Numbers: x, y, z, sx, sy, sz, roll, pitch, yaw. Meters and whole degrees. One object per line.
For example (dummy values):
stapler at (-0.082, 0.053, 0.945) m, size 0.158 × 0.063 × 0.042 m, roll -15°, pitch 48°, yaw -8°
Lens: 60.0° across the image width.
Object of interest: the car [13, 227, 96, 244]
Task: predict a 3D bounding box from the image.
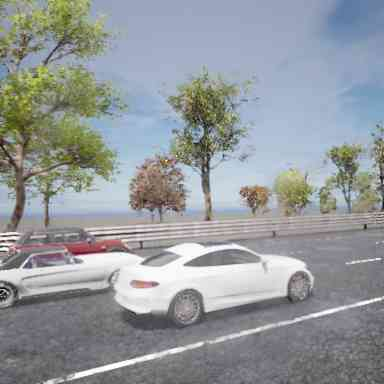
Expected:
car at (-4.571, 2.128, 12.703) m, size 4.553 × 1.767 × 2.097 m, roll 0°, pitch -4°, yaw -28°

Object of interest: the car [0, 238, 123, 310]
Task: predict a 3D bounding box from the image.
car at (-3.685, 2.156, 9.201) m, size 4.718 × 1.301 × 1.895 m, roll 0°, pitch -4°, yaw -28°

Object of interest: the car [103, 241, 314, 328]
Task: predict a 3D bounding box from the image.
car at (0.615, 1.847, 7.554) m, size 4.674 × 1.442 × 1.812 m, roll 0°, pitch -4°, yaw -28°
